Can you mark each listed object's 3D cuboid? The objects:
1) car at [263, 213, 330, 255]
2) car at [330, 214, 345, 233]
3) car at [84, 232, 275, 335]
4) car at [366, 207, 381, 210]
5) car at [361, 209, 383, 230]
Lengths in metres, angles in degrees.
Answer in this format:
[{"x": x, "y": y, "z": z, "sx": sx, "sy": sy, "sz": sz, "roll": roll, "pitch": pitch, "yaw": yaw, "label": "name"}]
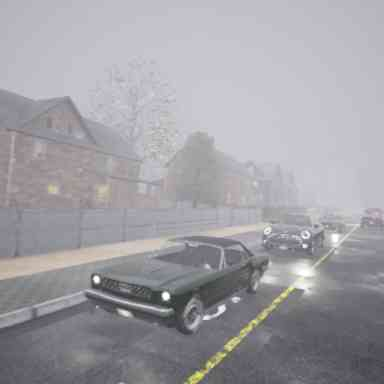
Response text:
[{"x": 4.885, "y": 1.788, "z": 15.644, "sx": 2.097, "sy": 1.767, "sz": 4.553, "roll": 3, "pitch": -1, "yaw": 29, "label": "car"}, {"x": 11.185, "y": 2.474, "z": 26.890, "sx": 1.994, "sy": 1.385, "sz": 4.181, "roll": 3, "pitch": -1, "yaw": 30, "label": "car"}, {"x": 0.067, "y": 1.679, "z": 7.144, "sx": 1.895, "sy": 1.301, "sz": 4.718, "roll": 3, "pitch": -1, "yaw": 31, "label": "car"}, {"x": 23.245, "y": 2.989, "z": 42.566, "sx": 2.150, "sy": 2.045, "sz": 5.566, "roll": 3, "pitch": -1, "yaw": 30, "label": "car"}, {"x": 17.734, "y": 2.810, "z": 32.679, "sx": 1.882, "sy": 1.535, "sz": 5.008, "roll": 3, "pitch": -1, "yaw": 29, "label": "car"}]
